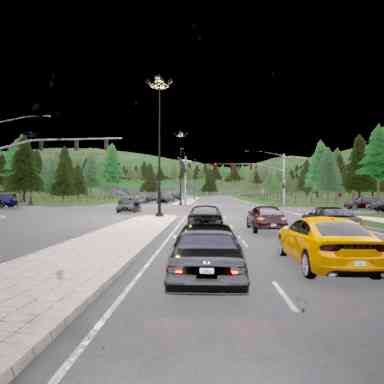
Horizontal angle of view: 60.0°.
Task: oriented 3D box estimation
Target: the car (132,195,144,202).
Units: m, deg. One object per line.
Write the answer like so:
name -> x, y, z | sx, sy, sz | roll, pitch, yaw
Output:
car -> -12.038, 1.524, 74.865 | 1.812, 1.442, 4.674 | 0, 0, 2

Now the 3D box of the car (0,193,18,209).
car -> -27.078, 1.223, 46.000 | 5.566, 2.045, 2.150 | 0, 0, 5

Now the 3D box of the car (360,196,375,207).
car -> 22.690, 1.491, 38.379 | 4.902, 1.511, 2.128 | 0, 0, 3

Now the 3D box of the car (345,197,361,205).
car -> 21.604, 1.352, 41.941 | 4.553, 1.767, 2.097 | 0, 0, 3

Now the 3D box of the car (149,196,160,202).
car -> -8.511, 1.552, 75.456 | 1.994, 1.385, 4.181 | 0, 0, 2

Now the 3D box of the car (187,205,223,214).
car -> 0.743, 1.478, 18.654 | 1.882, 1.535, 5.008 | 0, 0, 3

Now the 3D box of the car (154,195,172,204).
car -> -5.539, 1.600, 63.454 | 1.895, 1.301, 4.718 | 0, 0, 3

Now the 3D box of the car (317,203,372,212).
car -> 7.762, 1.547, 18.871 | 2.033, 1.411, 5.357 | 0, 0, 3

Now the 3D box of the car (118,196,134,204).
car -> -12.538, 1.564, 63.490 | 1.994, 1.385, 4.181 | 0, 0, 3

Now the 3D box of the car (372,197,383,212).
car -> 22.424, 1.547, 34.888 | 5.357, 1.411, 2.033 | 0, 0, 3

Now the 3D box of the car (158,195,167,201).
car -> -7.955, 1.552, 89.235 | 1.994, 1.385, 4.181 | 0, 0, 2

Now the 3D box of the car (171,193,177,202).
car -> -5.055, 1.355, 74.311 | 2.097, 1.767, 4.553 | 0, 0, 2

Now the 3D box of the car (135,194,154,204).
car -> -9.100, 1.491, 62.346 | 2.128, 1.511, 4.902 | 0, 0, 3

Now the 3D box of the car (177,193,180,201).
car -> -4.487, 1.225, 88.367 | 2.150, 2.045, 5.566 | 0, 0, 2

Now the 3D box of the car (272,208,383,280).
car -> 3.942, 1.478, 10.039 | 1.882, 1.535, 5.008 | 0, 0, 3

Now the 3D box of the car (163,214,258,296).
car -> 0.387, 1.547, 8.834 | 2.033, 1.411, 5.357 | 0, 0, 2

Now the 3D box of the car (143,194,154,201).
car -> -11.479, 1.355, 88.700 | 2.097, 1.767, 4.553 | 0, 0, 2

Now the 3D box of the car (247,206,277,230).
car -> 4.277, 1.526, 19.258 | 1.812, 1.442, 4.674 | 0, 0, 3

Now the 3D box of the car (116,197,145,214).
car -> -6.716, 1.564, 35.561 | 1.994, 1.385, 4.181 | 0, 0, 2
